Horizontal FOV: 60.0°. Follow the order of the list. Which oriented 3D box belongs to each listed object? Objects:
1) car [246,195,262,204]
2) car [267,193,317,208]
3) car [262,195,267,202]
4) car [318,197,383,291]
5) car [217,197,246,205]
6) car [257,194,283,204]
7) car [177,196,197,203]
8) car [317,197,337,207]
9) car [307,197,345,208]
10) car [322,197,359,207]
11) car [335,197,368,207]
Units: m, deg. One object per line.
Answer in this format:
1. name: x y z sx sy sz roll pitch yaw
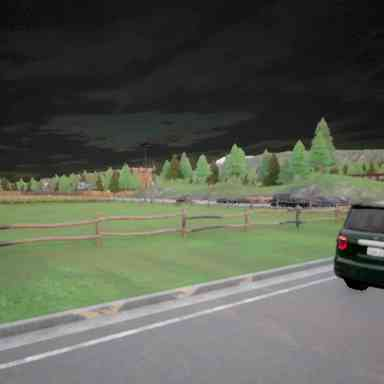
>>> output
1. car: 9.729 1.551 60.262 1.895 1.301 4.718 0 0 -36
2. car: 13.051 1.179 43.882 2.150 2.045 5.566 0 0 -36
3. car: 12.513 1.298 62.412 2.097 1.767 4.553 0 0 -36
4. car: 5.582 1.210 7.759 5.566 2.045 2.150 0 0 -36
5. car: 6.652 1.555 58.534 1.895 1.301 4.718 0 0 -36
6. car: 15.127 1.294 64.807 2.097 1.767 4.553 0 0 -36
7. car: -0.936 1.450 63.024 2.128 1.511 4.902 0 0 -36
8. car: 16.663 1.555 44.884 1.895 1.301 4.718 0 0 -36
9. car: 19.064 1.455 47.532 1.837 1.490 4.892 0 0 -36
10. car: 22.024 1.471 49.422 1.812 1.442 4.674 0 0 -36
11. car: 24.702 1.506 51.696 1.994 1.385 4.181 0 0 -36
